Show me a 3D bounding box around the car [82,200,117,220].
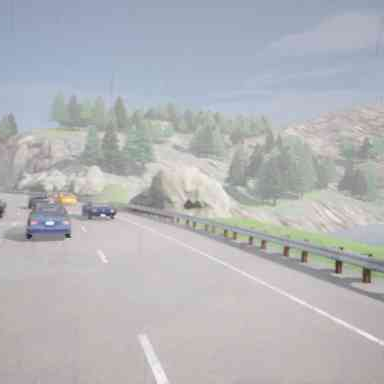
[{"bbox_3d":[-7.040,1.277,24.845,1.895,1.301,4.718,2,0,-25],"label":"car"}]

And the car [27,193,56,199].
[{"bbox_3d":[-15.377,0.856,33.382,2.128,1.511,4.902,2,0,-29],"label":"car"}]

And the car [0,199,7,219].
[{"bbox_3d":[-13.791,1.055,22.777,1.895,1.301,4.718,2,0,-26],"label":"car"}]

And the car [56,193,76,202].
[{"bbox_3d":[-15.547,0.811,40.711,1.882,1.535,5.008,2,0,-31],"label":"car"}]

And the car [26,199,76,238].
[{"bbox_3d":[-6.728,1.265,15.733,2.033,1.411,5.357,2,0,-23],"label":"car"}]
